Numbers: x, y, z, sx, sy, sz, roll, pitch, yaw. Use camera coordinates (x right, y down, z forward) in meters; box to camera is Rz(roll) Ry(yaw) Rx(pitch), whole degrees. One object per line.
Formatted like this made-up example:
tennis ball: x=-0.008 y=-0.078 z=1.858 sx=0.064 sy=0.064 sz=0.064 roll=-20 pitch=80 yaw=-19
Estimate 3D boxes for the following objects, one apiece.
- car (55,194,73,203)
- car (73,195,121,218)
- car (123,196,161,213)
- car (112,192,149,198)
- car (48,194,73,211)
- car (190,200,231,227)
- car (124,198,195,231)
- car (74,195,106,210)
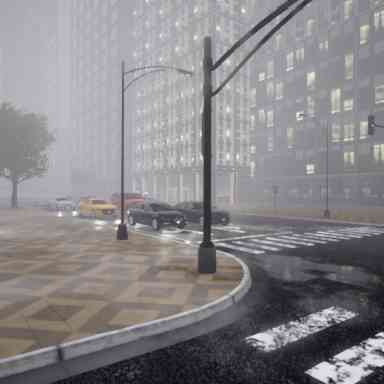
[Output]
car: x=-22.362 y=1.037 z=58.077 sx=1.812 sy=1.442 sz=4.674 roll=0 pitch=0 yaw=-37
car: x=-7.830 y=1.254 z=27.356 sx=1.882 sy=1.535 sz=5.008 roll=0 pitch=0 yaw=-37
car: x=-5.404 y=1.243 z=35.316 sx=1.882 sy=1.535 sz=5.008 roll=0 pitch=0 yaw=-37
car: x=-5.535 y=1.008 z=29.710 sx=2.150 sy=2.045 sz=5.566 roll=0 pitch=0 yaw=-37
car: x=-13.954 y=1.216 z=35.589 sx=1.812 sy=1.442 sz=4.674 roll=0 pitch=0 yaw=-37
car: x=0.400 y=1.344 z=21.748 sx=1.882 sy=1.535 sz=5.008 roll=0 pitch=0 yaw=-37
car: x=-2.174 y=1.357 z=19.762 sx=1.837 sy=1.490 sz=4.892 roll=0 pitch=0 yaw=-37
car: x=-11.700 y=1.177 z=38.008 sx=1.882 sy=1.535 sz=5.008 roll=0 pitch=0 yaw=-37
